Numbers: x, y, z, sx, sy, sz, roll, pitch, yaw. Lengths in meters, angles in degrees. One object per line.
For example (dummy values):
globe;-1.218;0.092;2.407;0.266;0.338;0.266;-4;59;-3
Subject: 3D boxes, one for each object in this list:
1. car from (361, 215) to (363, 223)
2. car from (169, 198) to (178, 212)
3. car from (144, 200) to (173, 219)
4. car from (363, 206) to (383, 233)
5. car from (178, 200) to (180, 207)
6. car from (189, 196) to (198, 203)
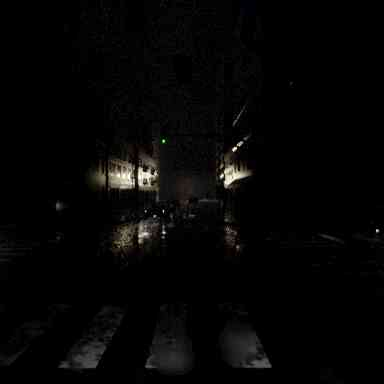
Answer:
car;12.140;1.145;18.297;5.009;1.841;2.192;-1;1;0
car;-2.977;1.662;39.289;1.895;1.301;4.718;0;0;0
car;-3.010;1.641;29.124;1.895;1.301;4.718;0;0;0
car;11.369;1.402;15.643;5.357;1.411;2.033;-1;0;0
car;-2.926;1.658;52.301;1.994;1.385;4.181;0;0;0
car;0.299;1.631;71.020;1.882;1.535;5.008;0;0;0
